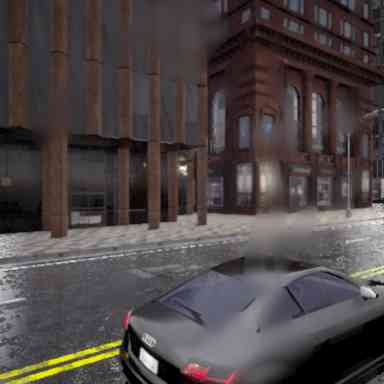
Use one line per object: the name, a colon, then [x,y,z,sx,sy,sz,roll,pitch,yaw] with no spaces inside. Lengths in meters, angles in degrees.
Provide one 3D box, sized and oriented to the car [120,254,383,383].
car: [1.221,1.547,4.315,4.181,1.385,1.994,0,0,-36]
